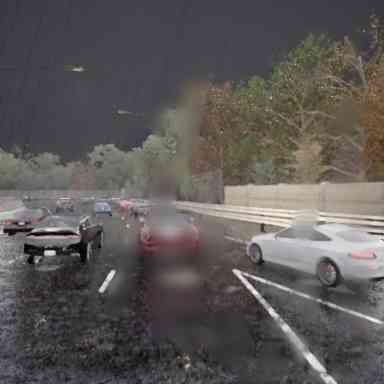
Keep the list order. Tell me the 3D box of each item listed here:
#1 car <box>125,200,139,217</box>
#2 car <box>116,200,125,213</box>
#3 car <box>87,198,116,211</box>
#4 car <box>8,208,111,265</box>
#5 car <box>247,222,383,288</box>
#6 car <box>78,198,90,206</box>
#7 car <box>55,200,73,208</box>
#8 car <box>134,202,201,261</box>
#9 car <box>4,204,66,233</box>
[{"bbox_3d":[-4.671,1.631,30.873,2.128,1.511,4.902,0,0,-18],"label":"car"},{"bbox_3d":[-8.110,1.705,40.703,1.812,1.442,4.674,0,0,-21],"label":"car"},{"bbox_3d":[-9.396,1.695,34.272,2.033,1.411,5.357,0,0,-19],"label":"car"},{"bbox_3d":[-4.361,1.542,11.943,2.128,1.511,4.902,0,0,-7],"label":"car"},{"bbox_3d":[3.473,1.579,9.535,1.812,1.442,4.674,0,-1,-26],"label":"car"},{"bbox_3d":[-19.985,1.788,62.860,1.812,1.442,4.674,0,0,-34],"label":"car"},{"bbox_3d":[-15.557,1.657,40.428,2.128,1.511,4.902,0,0,-23],"label":"car"},{"bbox_3d":[-0.960,1.413,12.843,2.097,1.767,4.553,0,0,-7],"label":"car"},{"bbox_3d":[-8.932,1.623,18.986,2.033,1.411,5.357,0,0,-11],"label":"car"}]
